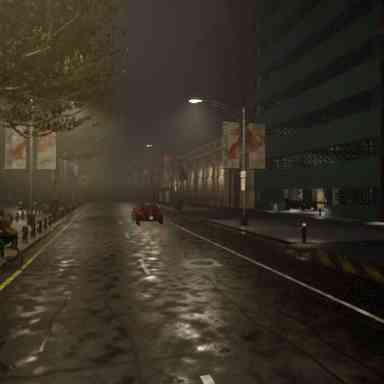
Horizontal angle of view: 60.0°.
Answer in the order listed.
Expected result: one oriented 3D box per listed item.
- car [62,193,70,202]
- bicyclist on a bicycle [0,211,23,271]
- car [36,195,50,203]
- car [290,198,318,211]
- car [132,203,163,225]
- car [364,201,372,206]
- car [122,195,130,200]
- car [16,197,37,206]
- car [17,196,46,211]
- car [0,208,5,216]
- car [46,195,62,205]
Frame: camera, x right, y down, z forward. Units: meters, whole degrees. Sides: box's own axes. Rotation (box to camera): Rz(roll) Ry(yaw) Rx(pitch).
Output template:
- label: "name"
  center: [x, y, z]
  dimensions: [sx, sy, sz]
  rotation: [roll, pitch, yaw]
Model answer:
- label: "car"
  center: [-28.150, 1.478, 72.211]
  dimensions: [1.882, 1.535, 5.008]
  rotation: [0, 0, -15]
- label: "bicyclist on a bicycle"
  center: [-5.491, 1.332, 9.302]
  dimensions: [1.656, 1.620, 0.582]
  rotation: [14, -3, -13]
- label: "car"
  center: [-31.113, 1.478, 69.745]
  dimensions: [1.882, 1.535, 5.008]
  rotation: [0, 0, -15]
- label: "car"
  center: [12.642, 1.413, 38.946]
  dimensions: [2.161, 1.482, 4.786]
  rotation: [0, 0, -15]
- label: "car"
  center: [-3.286, 1.526, 24.116]
  dimensions: [1.812, 1.442, 4.674]
  rotation: [0, 0, -15]
- label: "car"
  center: [23.954, 1.463, 41.554]
  dimensions: [1.895, 1.301, 4.718]
  rotation: [0, 0, -15]
- label: "car"
  center: [-18.375, 1.595, 92.758]
  dimensions: [1.895, 1.301, 4.718]
  rotation: [0, 0, -15]
- label: "car"
  center: [-27.182, 1.547, 54.771]
  dimensions: [2.033, 1.411, 5.357]
  rotation: [0, 0, -14]
- label: "car"
  center: [-19.960, 1.351, 41.196]
  dimensions: [2.097, 1.767, 4.553]
  rotation: [0, 0, -15]
- label: "car"
  center: [-15.662, 1.564, 25.105]
  dimensions: [1.994, 1.385, 4.181]
  rotation: [0, 0, -15]
- label: "car"
  center: [-24.297, 1.506, 57.566]
  dimensions: [1.837, 1.490, 4.892]
  rotation: [0, 0, -15]
